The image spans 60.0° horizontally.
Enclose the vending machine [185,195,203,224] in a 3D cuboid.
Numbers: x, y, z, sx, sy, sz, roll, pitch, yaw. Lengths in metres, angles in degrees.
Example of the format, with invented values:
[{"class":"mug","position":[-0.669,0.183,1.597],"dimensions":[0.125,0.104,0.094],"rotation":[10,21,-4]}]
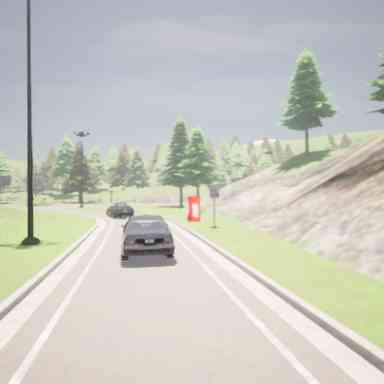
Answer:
[{"class":"vending machine","position":[0.137,1.261,24.407],"dimensions":[1.100,2.100,0.880],"rotation":[-1,0,-11]}]

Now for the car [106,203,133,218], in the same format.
[{"class":"car","position":[-6.995,1.728,32.102],"dimensions":[1.994,1.385,4.181],"rotation":[0,0,-26]}]

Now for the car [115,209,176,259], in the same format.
[{"class":"car","position":[-1.776,1.603,12.934],"dimensions":[2.033,1.411,5.357],"rotation":[-1,0,-10]}]
